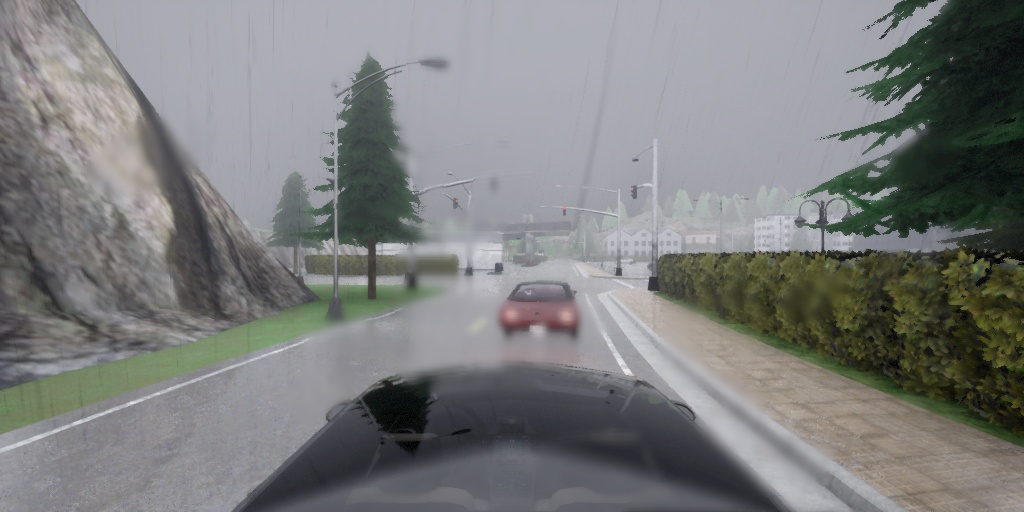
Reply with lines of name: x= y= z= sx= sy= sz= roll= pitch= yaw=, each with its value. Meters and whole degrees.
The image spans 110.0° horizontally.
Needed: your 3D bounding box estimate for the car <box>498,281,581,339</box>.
car: x=0.918 y=1.351 z=10.149 sx=1.895 sy=1.301 sz=4.718 roll=0 pitch=0 yaw=8
